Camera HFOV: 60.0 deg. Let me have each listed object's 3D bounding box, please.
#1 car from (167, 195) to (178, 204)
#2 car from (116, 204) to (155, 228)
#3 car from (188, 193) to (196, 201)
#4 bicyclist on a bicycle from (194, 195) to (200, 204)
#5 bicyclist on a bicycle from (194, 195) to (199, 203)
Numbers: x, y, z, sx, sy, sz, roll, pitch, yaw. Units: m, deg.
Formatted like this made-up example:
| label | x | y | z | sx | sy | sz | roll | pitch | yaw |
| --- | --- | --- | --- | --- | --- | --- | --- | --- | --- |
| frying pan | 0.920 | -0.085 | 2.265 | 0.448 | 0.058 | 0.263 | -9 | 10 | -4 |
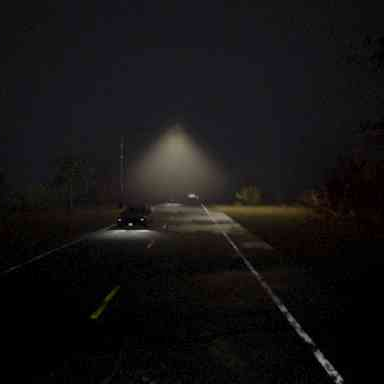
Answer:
| label | x | y | z | sx | sy | sz | roll | pitch | yaw |
| --- | --- | --- | --- | --- | --- | --- | --- | --- | --- |
| car | -3.556 | 1.378 | 62.681 | 2.128 | 1.511 | 4.902 | 0 | 0 | 1 |
| car | -3.609 | 1.521 | 22.196 | 2.033 | 1.411 | 5.357 | 0 | 0 | 0 |
| car | -0.027 | 1.440 | 74.838 | 1.895 | 1.301 | 4.718 | 0 | 0 | 0 |
| bicyclist on a bicycle | 0.941 | 1.336 | 58.072 | 0.866 | 1.612 | 1.509 | 0 | -1 | 0 |
| bicyclist on a bicycle | 0.921 | 1.311 | 66.017 | 0.866 | 1.612 | 1.509 | 0 | 0 | 0 |
